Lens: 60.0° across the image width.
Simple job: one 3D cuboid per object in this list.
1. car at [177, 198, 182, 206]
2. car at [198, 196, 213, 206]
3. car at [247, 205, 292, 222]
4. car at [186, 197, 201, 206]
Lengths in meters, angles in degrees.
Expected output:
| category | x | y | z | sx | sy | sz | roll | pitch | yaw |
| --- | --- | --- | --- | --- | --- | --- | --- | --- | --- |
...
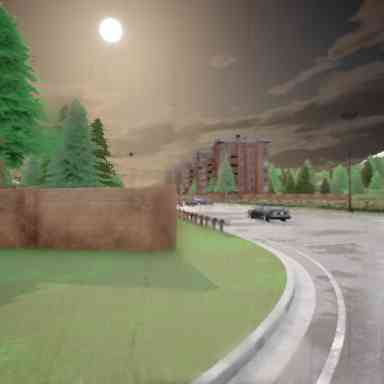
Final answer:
| category | x | y | z | sx | sy | sz | roll | pitch | yaw |
| --- | --- | --- | --- | --- | --- | --- | --- | --- | --- |
| car | -3.589 | 2.202 | 74.357 | 2.097 | 1.767 | 4.553 | 0 | -1 | -13 |
| car | 3.296 | 2.164 | 75.649 | 2.097 | 1.767 | 4.553 | 0 | -1 | -13 |
| car | 6.589 | 1.819 | 28.879 | 2.033 | 1.411 | 5.357 | 0 | -1 | -13 |
| car | -0.083 | 2.364 | 74.725 | 2.033 | 1.411 | 5.357 | 0 | -1 | -13 |
